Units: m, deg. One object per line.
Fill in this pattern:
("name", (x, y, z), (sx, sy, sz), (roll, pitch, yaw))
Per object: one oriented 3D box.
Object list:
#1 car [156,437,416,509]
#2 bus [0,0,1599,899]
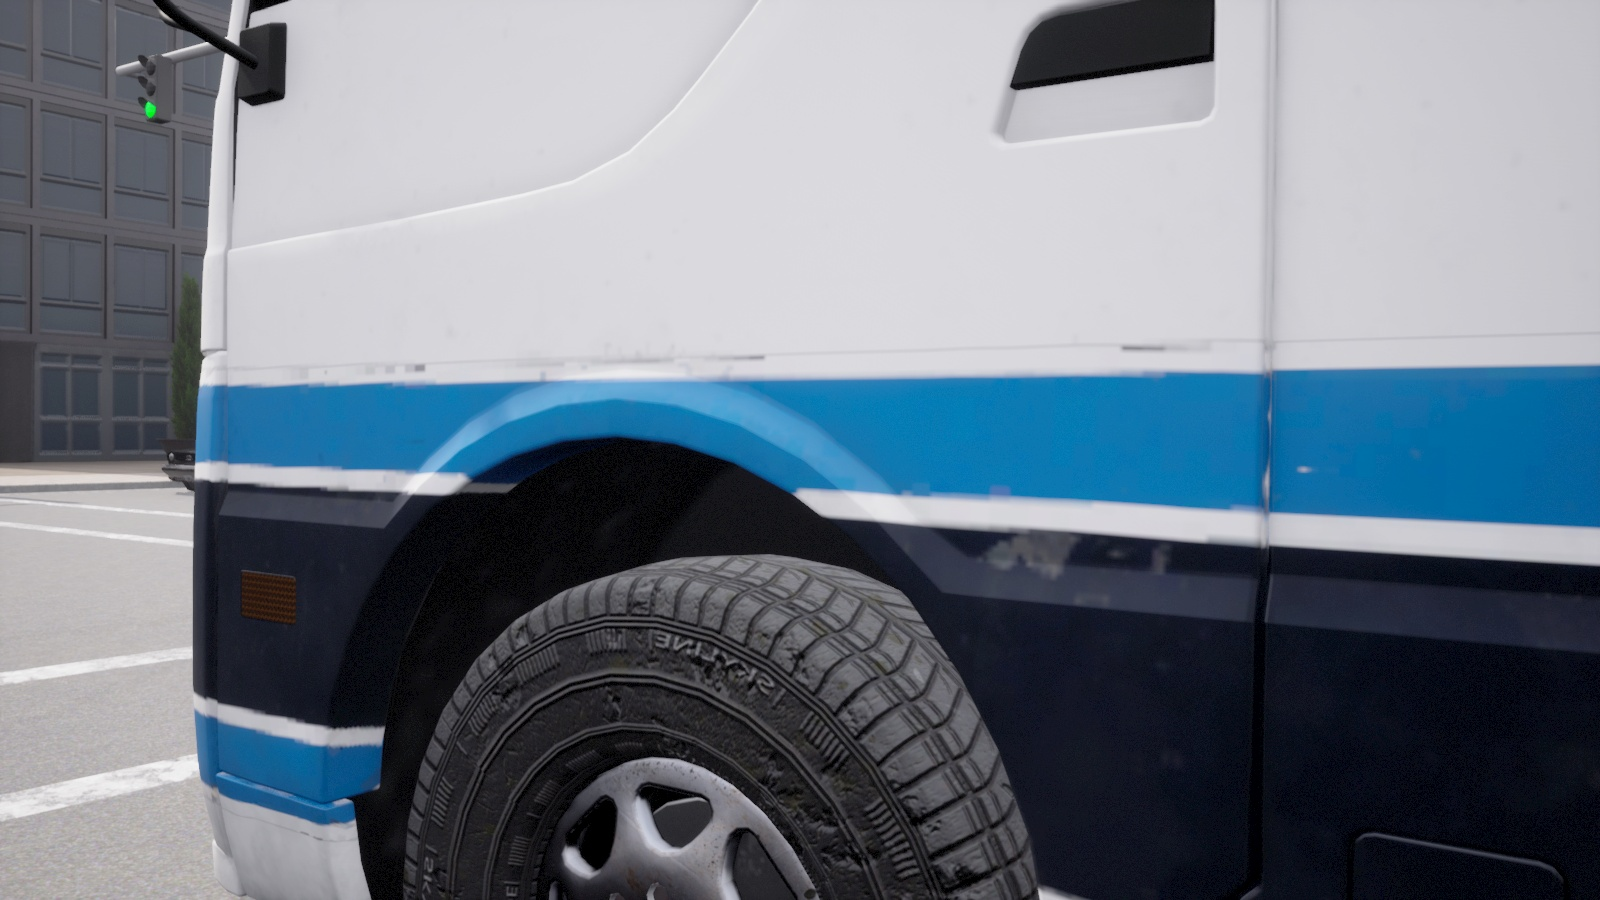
("car", (-10.509, 0.409, 26.020), (1.895, 1.301, 4.718), (0, 1, 34))
("bus", (3.127, -0.685, 1.518), (10.273, 4.253, 3.944), (0, 1, 34))
